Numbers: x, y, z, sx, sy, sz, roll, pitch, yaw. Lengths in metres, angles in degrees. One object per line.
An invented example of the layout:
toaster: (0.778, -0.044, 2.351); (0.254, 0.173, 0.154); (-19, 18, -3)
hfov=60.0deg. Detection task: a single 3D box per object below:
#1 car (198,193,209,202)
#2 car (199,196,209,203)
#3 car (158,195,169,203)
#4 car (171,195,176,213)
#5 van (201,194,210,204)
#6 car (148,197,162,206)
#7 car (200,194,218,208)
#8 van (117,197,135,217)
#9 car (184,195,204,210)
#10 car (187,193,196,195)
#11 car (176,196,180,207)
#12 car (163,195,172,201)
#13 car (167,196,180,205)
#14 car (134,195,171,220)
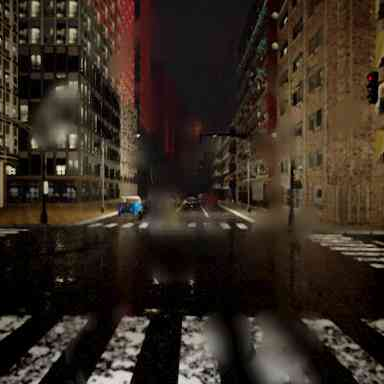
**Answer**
car: (2.516, 1.256, 75.230); (2.192, 1.841, 5.009); (0, 0, 0)
car: (2.530, 1.493, 69.679); (2.008, 1.369, 4.403); (0, 0, 0)
car: (-5.851, 1.383, 69.659); (1.967, 1.590, 4.097); (0, 0, 0)
car: (-3.172, 1.315, 36.867); (2.097, 1.767, 4.553); (0, 0, 0)
van: (2.542, 1.286, 64.129); (1.690, 1.788, 3.998); (0, 0, 0)
car: (-5.812, 1.477, 52.837); (1.752, 1.417, 4.829); (0, 0, 0)
car: (2.580, 1.270, 47.476); (2.192, 1.841, 5.009); (0, 0, 0)
van: (-5.762, 1.309, 30.803); (1.690, 1.788, 3.998); (0, 0, 0)
car: (0.003, 1.452, 41.824); (2.128, 1.511, 4.902); (0, 0, 0)
car: (-0.044, 1.170, 62.653); (2.150, 2.045, 5.566); (0, 0, 0)
car: (-3.158, 1.308, 46.759); (2.097, 1.767, 4.553); (0, 0, 0)
car: (-5.876, 1.489, 80.762); (2.008, 1.369, 4.403); (0, 0, 0)
car: (-3.130, 1.427, 57.203); (1.882, 1.535, 5.008); (0, 0, 0)
car: (-3.194, 1.322, 28.078); (2.097, 1.767, 4.553); (0, 0, 1)
